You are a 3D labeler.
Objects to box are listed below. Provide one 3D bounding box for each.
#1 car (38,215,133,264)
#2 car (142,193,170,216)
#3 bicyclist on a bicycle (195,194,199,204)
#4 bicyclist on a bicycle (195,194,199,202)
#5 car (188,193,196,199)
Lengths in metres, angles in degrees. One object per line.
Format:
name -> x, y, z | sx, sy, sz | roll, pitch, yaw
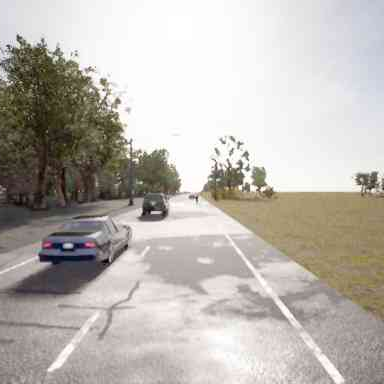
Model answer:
car -> -3.401, 1.515, 11.614 | 2.033, 1.411, 5.357 | 0, 0, 0
car -> -3.393, 1.134, 31.784 | 2.150, 2.045, 5.566 | 0, 0, 0
bicyclist on a bicycle -> 0.980, 1.292, 59.118 | 0.582, 1.620, 1.656 | 0, 0, 0
bicyclist on a bicycle -> 0.979, 1.249, 69.041 | 0.866, 1.612, 1.509 | 0, 0, 0
car -> 0.025, 1.130, 85.127 | 2.033, 1.411, 5.357 | 0, 0, 0
